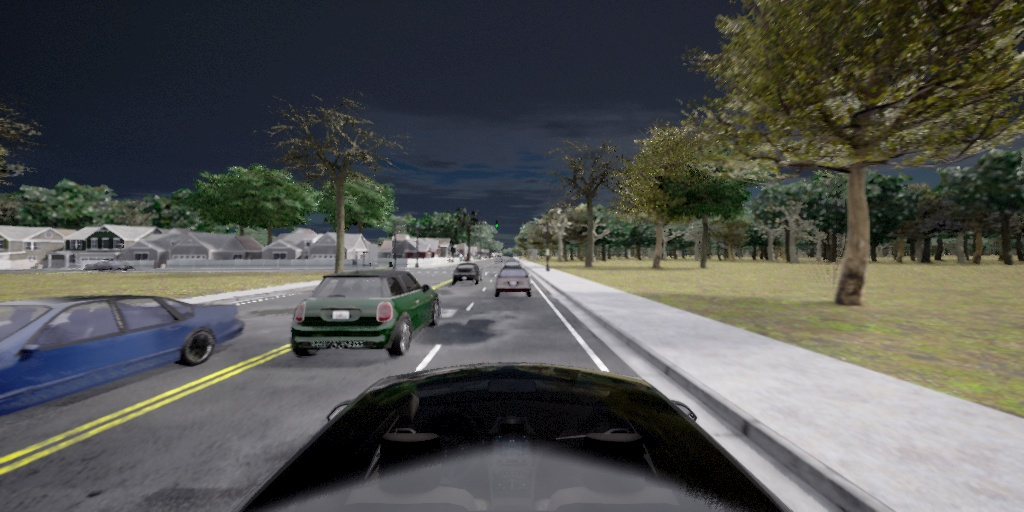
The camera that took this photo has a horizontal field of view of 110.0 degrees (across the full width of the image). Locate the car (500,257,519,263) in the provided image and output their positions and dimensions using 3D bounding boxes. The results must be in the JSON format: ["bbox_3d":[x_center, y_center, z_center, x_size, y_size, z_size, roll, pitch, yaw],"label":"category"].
[{"bbox_3d":[0.022,1.210,36.960,1.882,1.535,5.008,0,0,0],"label":"car"}]

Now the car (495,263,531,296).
[{"bbox_3d":[0.063,1.291,19.135,2.033,1.411,5.357,0,0,0],"label":"car"}]

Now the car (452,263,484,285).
[{"bbox_3d":[-3.198,1.249,26.432,1.837,1.490,4.892,0,0,0],"label":"car"}]

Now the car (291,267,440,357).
[{"bbox_3d":[-3.160,1.105,8.740,2.097,1.767,4.553,0,0,0],"label":"car"}]

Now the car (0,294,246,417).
[{"bbox_3d":[-6.601,1.307,5.232,2.033,1.411,5.357,0,0,0],"label":"car"}]
